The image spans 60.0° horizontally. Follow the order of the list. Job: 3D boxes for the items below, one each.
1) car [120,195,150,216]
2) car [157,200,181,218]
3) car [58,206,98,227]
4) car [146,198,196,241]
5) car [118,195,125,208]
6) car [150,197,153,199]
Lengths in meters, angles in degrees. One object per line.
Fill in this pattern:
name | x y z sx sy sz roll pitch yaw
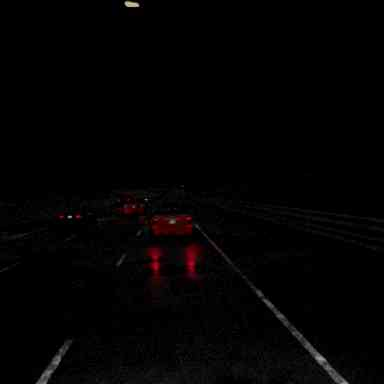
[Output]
car | -5.949 1.491 35.243 2.097 1.767 4.553 -2 0 -4
car | -2.209 1.567 31.864 2.033 1.411 5.357 -2 0 -4
car | -8.699 1.796 25.691 2.033 1.411 5.357 -2 0 -5
car | -1.036 1.358 17.131 2.097 1.767 4.553 -2 0 -4
car | -11.082 1.494 55.843 2.150 2.045 5.566 -2 0 -4
car | -8.250 1.650 64.577 2.128 1.511 4.902 -2 0 -4
